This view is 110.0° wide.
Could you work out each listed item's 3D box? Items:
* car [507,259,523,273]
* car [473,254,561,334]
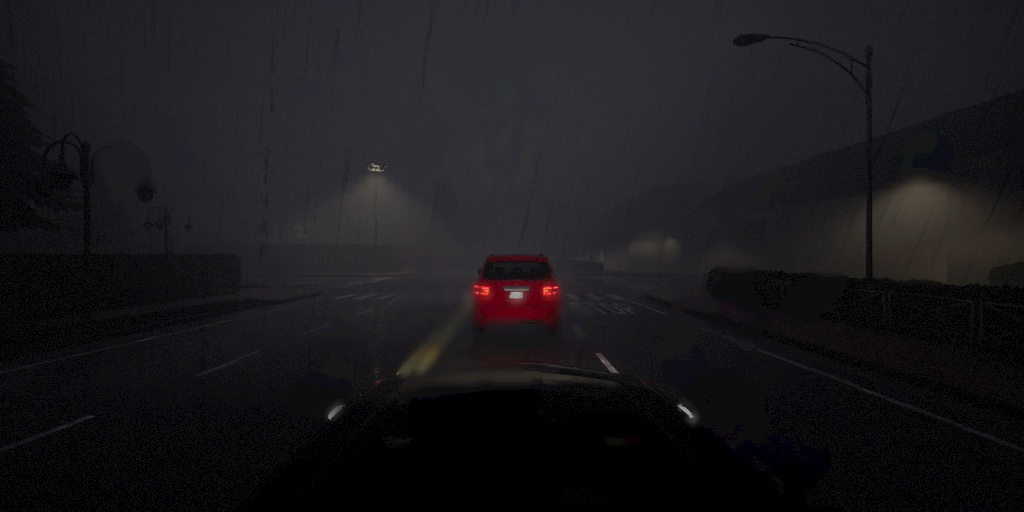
[{"bbox_3d":[0.353,1.228,45.586,1.882,1.535,5.008,0,0,1],"label":"car"},{"bbox_3d":[0.121,0.971,10.734,2.150,2.045,5.566,0,0,0],"label":"car"}]
